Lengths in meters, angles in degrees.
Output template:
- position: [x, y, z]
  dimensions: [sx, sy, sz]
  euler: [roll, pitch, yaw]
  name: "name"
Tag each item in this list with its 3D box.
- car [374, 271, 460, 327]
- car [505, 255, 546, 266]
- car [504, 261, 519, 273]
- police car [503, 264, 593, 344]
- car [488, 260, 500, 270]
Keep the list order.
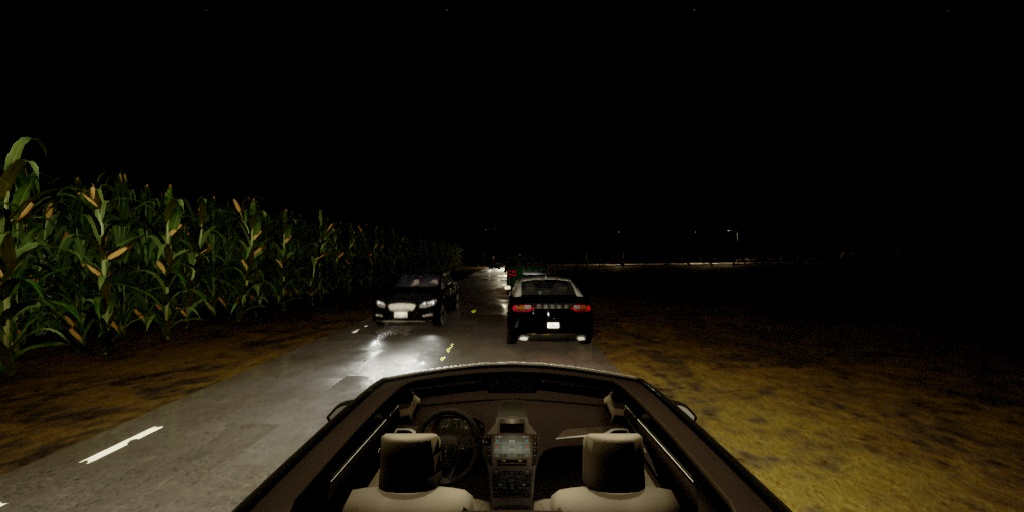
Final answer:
- position: [-2.858, 1.247, 11.664]
  dimensions: [2.128, 1.511, 4.902]
  euler: [0, 0, 0]
  name: "car"
- position: [0.807, 0.994, 19.639]
  dimensions: [2.150, 2.045, 5.566]
  euler: [0, 0, 0]
  name: "car"
- position: [-0.021, 1.397, 46.792]
  dimensions: [1.812, 1.442, 4.674]
  euler: [0, 0, 0]
  name: "car"
- position: [0.817, 1.179, 9.717]
  dimensions: [1.930, 1.638, 5.238]
  euler: [0, 0, 0]
  name: "police car"
- position: [-2.808, 1.425, 57.392]
  dimensions: [1.837, 1.490, 4.892]
  euler: [0, 0, 0]
  name: "car"
